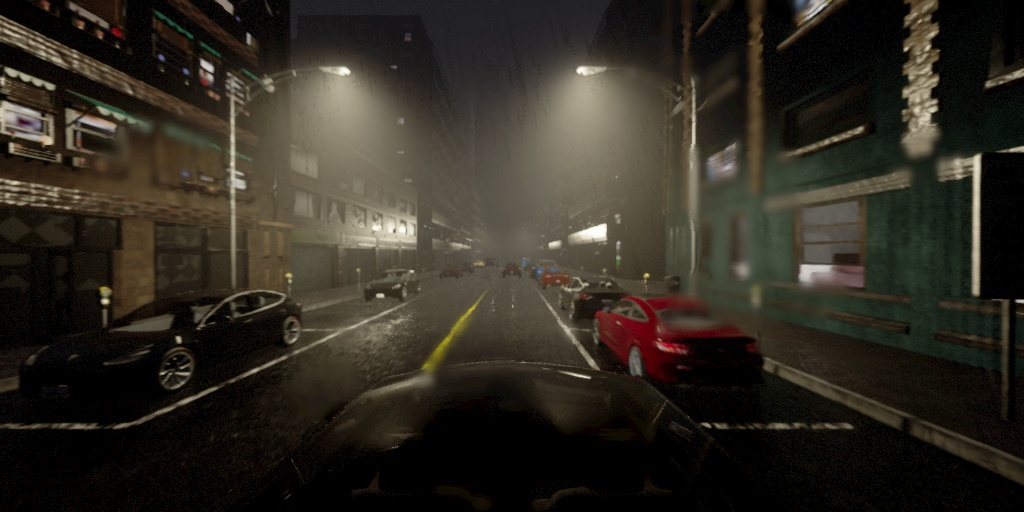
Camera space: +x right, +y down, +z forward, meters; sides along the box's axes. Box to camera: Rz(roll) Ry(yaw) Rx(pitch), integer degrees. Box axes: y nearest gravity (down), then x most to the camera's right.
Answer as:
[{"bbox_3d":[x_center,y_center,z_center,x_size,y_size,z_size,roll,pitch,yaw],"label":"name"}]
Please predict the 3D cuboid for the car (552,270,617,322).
[{"bbox_3d":[2.688,1.337,12.152,1.948,1.339,4.313,0,0,0],"label":"car"}]

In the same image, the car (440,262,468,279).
[{"bbox_3d":[-5.696,1.365,34.257,1.888,1.381,4.507,0,0,0],"label":"car"}]

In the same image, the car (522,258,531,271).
[{"bbox_3d":[2.682,1.384,50.985,1.751,1.417,4.829,0,0,0],"label":"car"}]

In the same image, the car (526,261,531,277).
[{"bbox_3d":[2.685,1.385,34.245,1.948,1.339,4.313,0,0,0],"label":"car"}]

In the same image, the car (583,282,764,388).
[{"bbox_3d":[2.688,1.342,6.628,1.802,1.307,4.207,0,0,0],"label":"car"}]

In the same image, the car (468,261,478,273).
[{"bbox_3d":[-5.698,1.428,45.303,1.802,1.307,4.207,0,0,0],"label":"car"}]

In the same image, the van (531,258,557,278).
[{"bbox_3d":[2.686,1.148,28.722,1.690,1.789,3.998,0,0,0],"label":"van"}]

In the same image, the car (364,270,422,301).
[{"bbox_3d":[-5.694,1.349,17.686,1.948,1.339,4.313,0,0,0],"label":"car"}]

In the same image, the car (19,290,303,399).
[{"bbox_3d":[-5.693,1.326,6.639,1.948,1.339,4.313,0,0,0],"label":"car"}]

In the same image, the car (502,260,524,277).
[{"bbox_3d":[-0.002,1.350,36.599,1.812,1.442,4.674,0,0,0],"label":"car"}]

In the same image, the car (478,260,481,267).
[{"bbox_3d":[-5.700,1.413,61.704,1.751,1.417,4.829,0,0,0],"label":"car"}]

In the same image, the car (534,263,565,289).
[{"bbox_3d":[2.686,1.340,23.198,1.888,1.381,4.507,0,0,0],"label":"car"}]

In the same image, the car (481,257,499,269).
[{"bbox_3d":[-3.007,0.874,53.087,2.097,1.767,4.553,0,0,0],"label":"car"}]
